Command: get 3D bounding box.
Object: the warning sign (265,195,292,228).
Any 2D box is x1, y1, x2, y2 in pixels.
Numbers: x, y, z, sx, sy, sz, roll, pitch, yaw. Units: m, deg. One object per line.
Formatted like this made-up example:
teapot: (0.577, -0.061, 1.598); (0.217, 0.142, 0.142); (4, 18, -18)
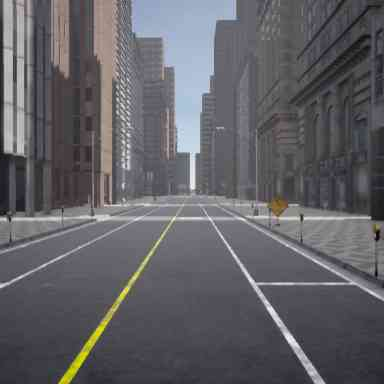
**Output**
warning sign: (5.071, 1.111, 19.659); (1.300, 1.860, 1.060); (0, 0, 0)
